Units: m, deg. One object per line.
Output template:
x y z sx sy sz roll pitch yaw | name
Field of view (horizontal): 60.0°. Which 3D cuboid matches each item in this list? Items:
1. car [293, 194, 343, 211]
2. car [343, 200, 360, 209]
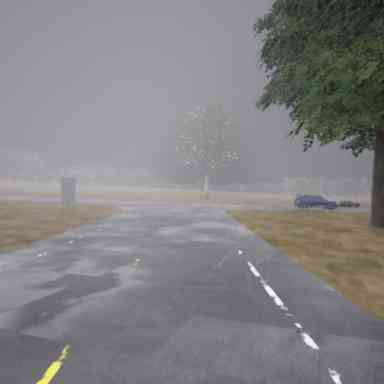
16.075 1.339 43.465 5.566 2.045 2.150 2 0 1 | car
22.608 1.880 50.333 4.718 1.301 1.895 2 0 1 | car
